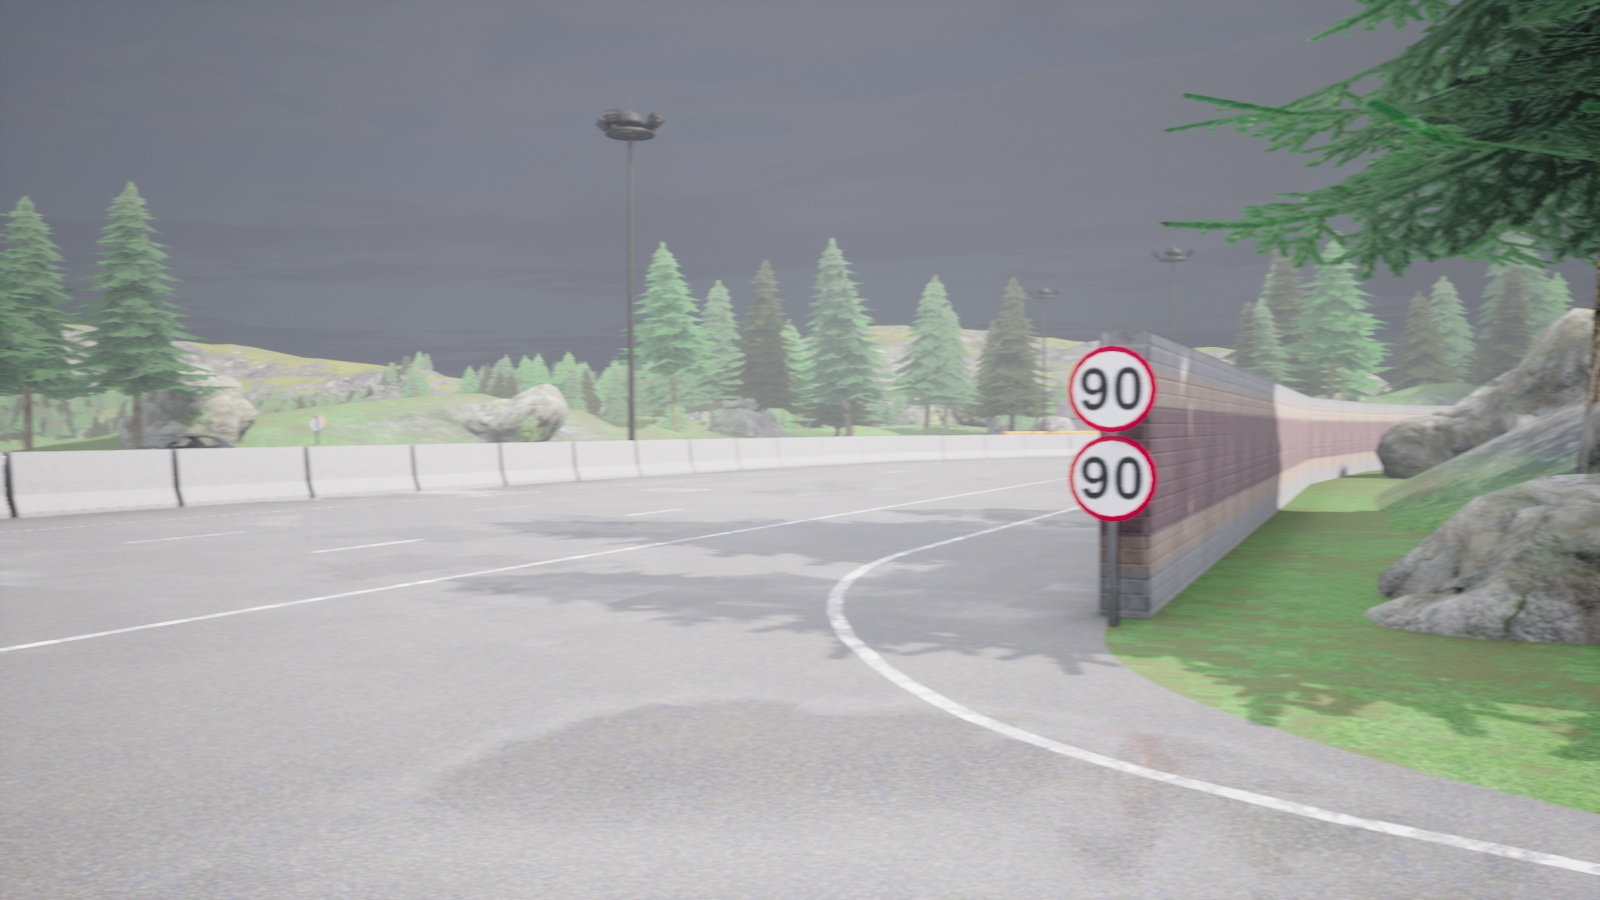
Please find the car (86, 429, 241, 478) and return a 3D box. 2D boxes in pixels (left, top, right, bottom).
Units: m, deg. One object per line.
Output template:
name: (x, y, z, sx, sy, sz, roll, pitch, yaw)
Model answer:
car: (-20.233, 0.071, 40.092, 1.816, 1.474, 4.193, 1, 1, 25)
